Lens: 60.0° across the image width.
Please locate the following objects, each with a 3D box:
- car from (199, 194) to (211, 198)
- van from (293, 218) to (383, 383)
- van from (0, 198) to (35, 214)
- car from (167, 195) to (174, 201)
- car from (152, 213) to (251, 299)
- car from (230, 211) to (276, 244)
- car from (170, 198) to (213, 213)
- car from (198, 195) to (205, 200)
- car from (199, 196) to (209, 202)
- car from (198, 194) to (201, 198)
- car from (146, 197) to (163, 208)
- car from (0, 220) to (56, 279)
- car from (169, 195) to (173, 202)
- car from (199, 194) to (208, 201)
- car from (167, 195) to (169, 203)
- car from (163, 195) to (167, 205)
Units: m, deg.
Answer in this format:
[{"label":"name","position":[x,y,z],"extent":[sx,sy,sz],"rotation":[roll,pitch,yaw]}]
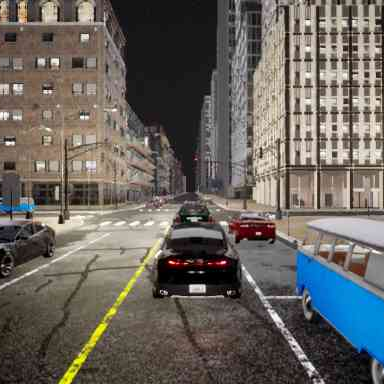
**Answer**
[{"label":"car","position":[2.726,1.564,59.483],"extent":[2.008,1.369,4.403],"rotation":[1,0,0]},{"label":"van","position":[2.703,1.345,4.583],"extent":[1.690,1.788,3.998],"rotation":[1,0,0]},{"label":"van","position":[-19.720,1.546,37.061],"extent":[3.998,1.788,1.690],"rotation":[0,0,1]},{"label":"car","position":[-5.641,1.525,87.576],"extent":[1.752,1.417,4.829],"rotation":[1,0,0]},{"label":"car","position":[0.104,1.511,8.465],"extent":[1.837,1.490,4.892],"rotation":[0,0,0]},{"label":"car","position":[2.706,1.554,15.736],"extent":[1.887,1.381,4.507],"rotation":[1,0,0]},{"label":"car","position":[0.078,1.362,17.558],"extent":[2.097,1.767,4.553],"rotation":[0,0,-1]},{"label":"car","position":[2.740,1.577,93.392],"extent":[1.802,1.307,4.206],"rotation":[1,0,0]},{"label":"car","position":[2.733,1.556,76.437],"extent":[2.008,1.369,4.403],"rotation":[1,0,0]},{"label":"car","position":[2.728,1.556,65.135],"extent":[1.887,1.381,4.507],"rotation":[1,0,0]},{"label":"car","position":[-5.660,1.600,48.184],"extent":[1.802,1.307,4.206],"rotation":[1,0,0]},{"label":"car","position":[-5.678,1.573,10.170],"extent":[1.947,1.339,4.313],"rotation":[1,0,0]},{"label":"car","position":[-5.650,1.559,70.790],"extent":[2.008,1.369,4.403],"rotation":[1,0,0]},{"label":"car","position":[2.738,1.443,82.090],"extent":[1.967,1.590,4.097],"rotation":[1,0,0]},{"label":"car","position":[-5.655,1.595,59.488],"extent":[1.802,1.307,4.206],"rotation":[1,0,0]},{"label":"car","position":[-5.655,1.456,53.837],"extent":[1.967,1.590,4.097],"rotation":[1,0,0]}]
